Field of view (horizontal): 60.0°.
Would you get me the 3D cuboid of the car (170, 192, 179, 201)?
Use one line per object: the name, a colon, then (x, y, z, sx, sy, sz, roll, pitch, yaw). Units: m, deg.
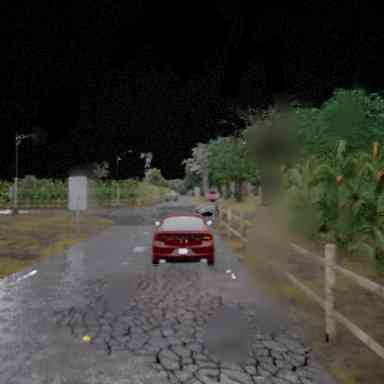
car: (-4.585, 1.141, 86.650, 2.150, 2.045, 5.566, 0, 0, -1)

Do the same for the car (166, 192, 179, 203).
car: (-4.309, 1.156, 70.703, 2.150, 2.045, 5.566, 0, 0, -1)

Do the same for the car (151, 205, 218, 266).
car: (-0.295, 1.461, 11.608, 1.882, 1.535, 5.008, 0, 0, -1)

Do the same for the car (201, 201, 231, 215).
car: (2.008, 1.477, 30.508, 1.994, 1.385, 4.181, 0, 1, 31)
